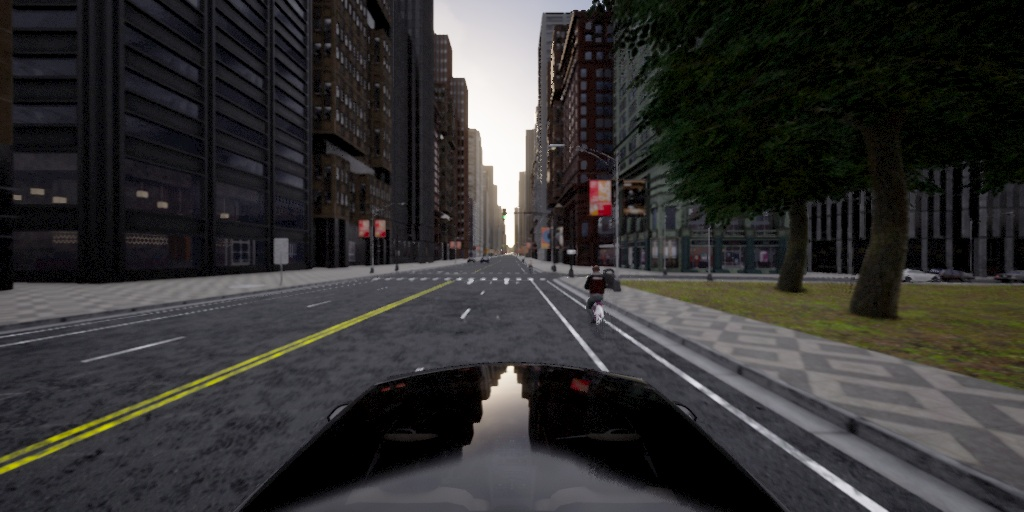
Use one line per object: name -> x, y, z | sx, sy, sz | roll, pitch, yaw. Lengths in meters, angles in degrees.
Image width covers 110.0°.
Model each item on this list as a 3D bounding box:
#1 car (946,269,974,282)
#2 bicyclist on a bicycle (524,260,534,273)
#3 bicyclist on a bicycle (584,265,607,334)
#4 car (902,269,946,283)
car -> 48.741, 2.171, 40.536 | 5.357, 1.411, 2.033 | 1, 0, -1
bicyclist on a bicycle -> 2.299, 1.273, 44.112 | 0.866, 1.612, 1.509 | 0, 0, -1
bicyclist on a bicycle -> 2.238, 1.131, 9.753 | 0.659, 1.776, 1.843 | 0, 0, 0
car -> 41.493, 2.068, 37.331 | 4.674, 1.442, 1.812 | 1, 0, -1
